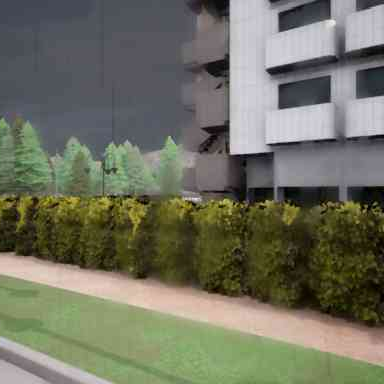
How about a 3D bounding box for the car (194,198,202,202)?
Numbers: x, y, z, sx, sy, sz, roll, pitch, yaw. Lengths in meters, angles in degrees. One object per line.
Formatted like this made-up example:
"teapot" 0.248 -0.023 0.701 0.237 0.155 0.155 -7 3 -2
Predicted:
"car" 1.817 1.547 45.648 2.033 1.411 5.357 0 0 35
